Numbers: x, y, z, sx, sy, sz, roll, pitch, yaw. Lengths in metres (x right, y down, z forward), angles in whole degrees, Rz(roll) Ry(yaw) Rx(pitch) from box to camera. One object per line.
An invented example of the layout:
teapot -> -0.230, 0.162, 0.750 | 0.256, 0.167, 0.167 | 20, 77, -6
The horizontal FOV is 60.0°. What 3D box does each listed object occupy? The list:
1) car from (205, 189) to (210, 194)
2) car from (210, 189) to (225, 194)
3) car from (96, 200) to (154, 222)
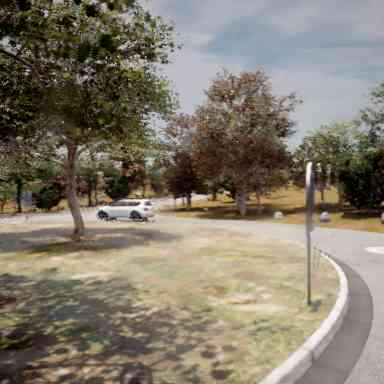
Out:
car -> 5.262, -0.185, 94.445 | 2.128, 1.511, 4.902 | -1, 4, 29
car -> 7.580, -0.145, 91.424 | 1.994, 1.385, 4.181 | -1, 4, 29
car -> -6.431, 1.783, 32.021 | 5.566, 2.045, 2.150 | 0, -2, 14
